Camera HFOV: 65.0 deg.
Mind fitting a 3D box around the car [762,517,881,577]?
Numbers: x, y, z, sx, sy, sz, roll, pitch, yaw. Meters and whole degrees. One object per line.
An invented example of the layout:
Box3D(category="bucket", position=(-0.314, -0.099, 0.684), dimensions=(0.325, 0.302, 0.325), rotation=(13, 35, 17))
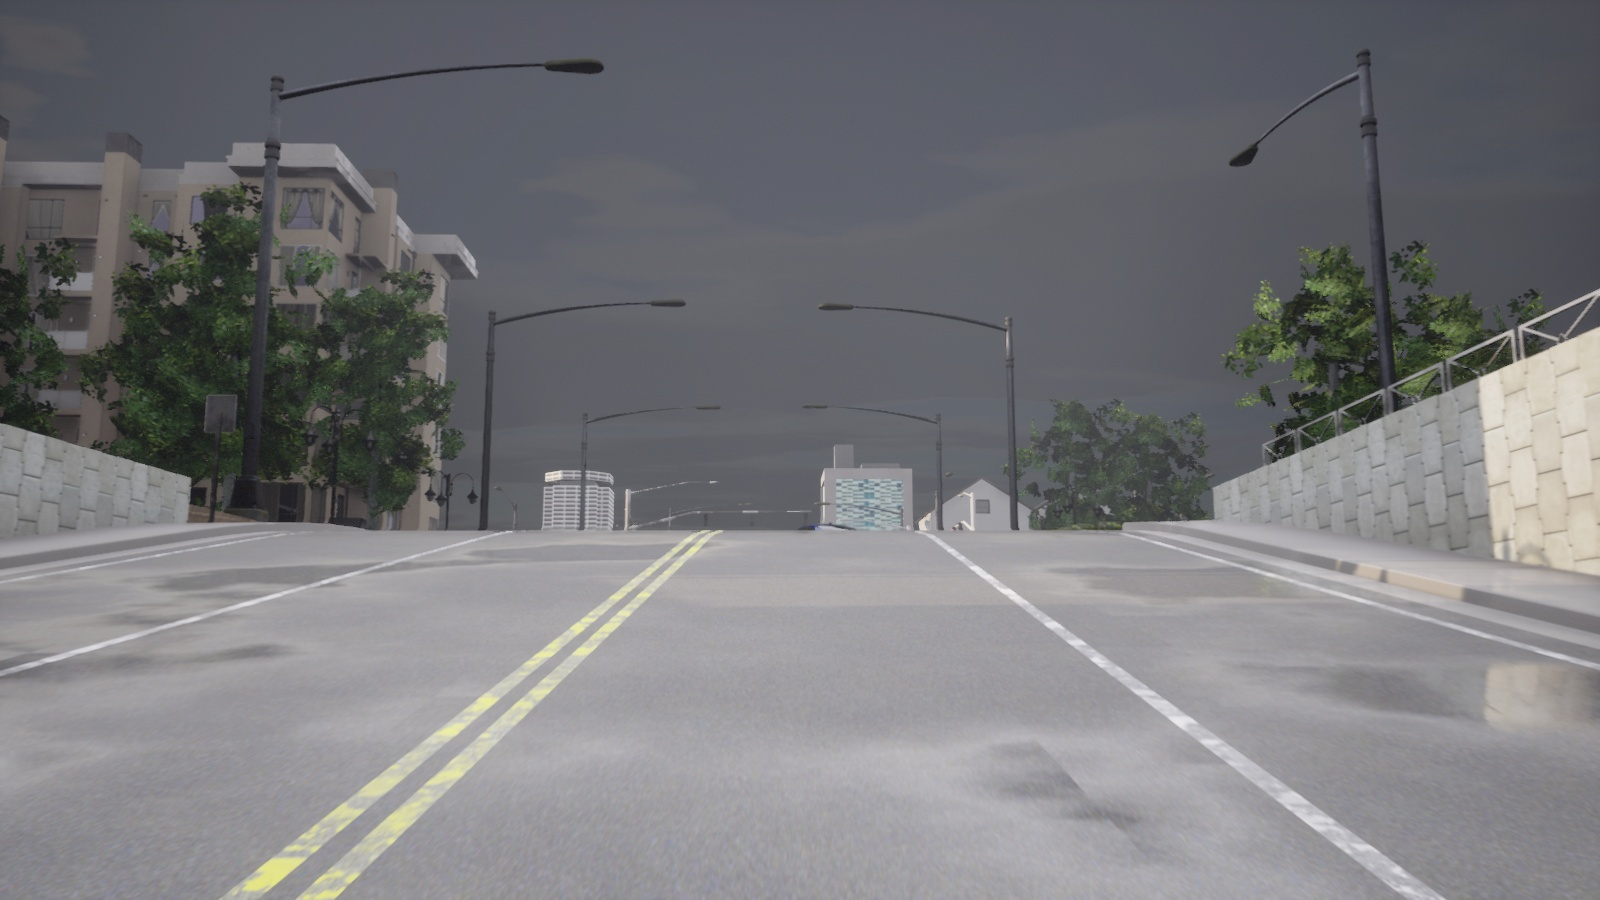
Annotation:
Box3D(category="car", position=(0.599, 3.148, 39.981), dimensions=(1.882, 1.535, 5.008), rotation=(3, -9, -23))
